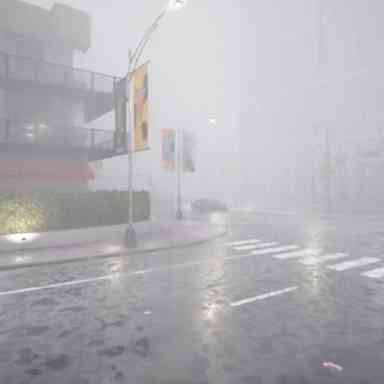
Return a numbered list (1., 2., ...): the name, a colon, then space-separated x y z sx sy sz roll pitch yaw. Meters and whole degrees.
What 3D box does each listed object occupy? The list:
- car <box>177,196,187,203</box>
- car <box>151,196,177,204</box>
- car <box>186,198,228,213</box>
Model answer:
1. car: -2.044 1.432 62.322 2.033 1.411 5.357 0 0 -19
2. car: -5.648 1.391 59.541 4.902 1.511 2.128 0 0 42
3. car: 1.795 1.431 35.597 1.837 1.490 4.892 0 0 -35
